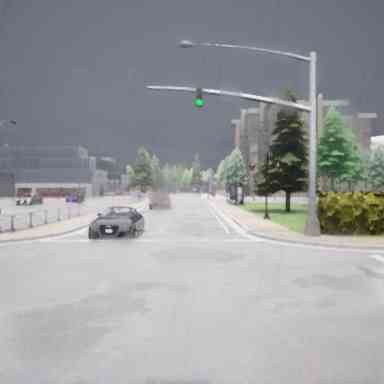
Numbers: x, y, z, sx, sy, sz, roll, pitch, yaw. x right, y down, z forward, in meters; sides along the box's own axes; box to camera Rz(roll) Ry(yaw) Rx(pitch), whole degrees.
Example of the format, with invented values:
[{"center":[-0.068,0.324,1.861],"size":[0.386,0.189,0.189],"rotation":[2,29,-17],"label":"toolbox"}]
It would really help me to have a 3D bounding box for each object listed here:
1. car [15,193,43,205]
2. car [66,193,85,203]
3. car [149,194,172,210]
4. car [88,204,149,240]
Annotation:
[{"center":[-20.274,0.923,41.547],"size":[1.970,1.475,3.806],"rotation":[0,1,1],"label":"car"},{"center":[-17.181,0.831,48.921],"size":[1.845,1.501,3.633],"rotation":[0,1,1],"label":"car"},{"center":[-3.300,0.963,35.012],"size":[2.097,1.767,4.553],"rotation":[0,1,0],"label":"car"},{"center":[-3.408,1.390,15.626],"size":[1.994,1.385,4.181],"rotation":[0,1,0],"label":"car"}]
